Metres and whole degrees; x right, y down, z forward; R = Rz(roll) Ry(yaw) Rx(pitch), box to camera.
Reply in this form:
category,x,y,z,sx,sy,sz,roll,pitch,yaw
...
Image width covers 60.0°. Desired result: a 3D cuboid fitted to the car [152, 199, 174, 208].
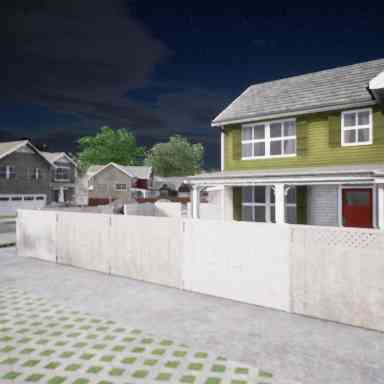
category,x,y,z,sx,sy,sz,roll,pitch,yaw
car,-4.020,1.699,45.954,1.812,1.442,4.674,0,0,22

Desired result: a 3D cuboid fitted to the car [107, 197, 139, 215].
category,x,y,z,sx,sy,sz,roll,pitch,yaw
car,-7.548,1.480,36.312,2.097,1.767,4.553,0,0,19

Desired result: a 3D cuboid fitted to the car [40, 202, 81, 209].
category,x,y,z,sx,sy,sz,roll,pitch,yaw
car,-10.758,1.589,26.620,1.837,1.490,4.892,0,0,18
